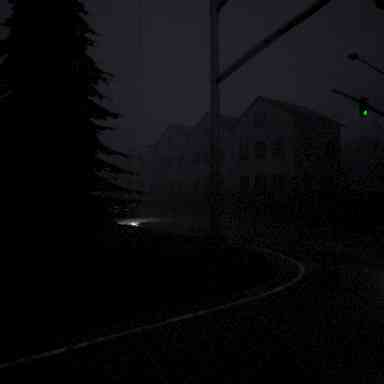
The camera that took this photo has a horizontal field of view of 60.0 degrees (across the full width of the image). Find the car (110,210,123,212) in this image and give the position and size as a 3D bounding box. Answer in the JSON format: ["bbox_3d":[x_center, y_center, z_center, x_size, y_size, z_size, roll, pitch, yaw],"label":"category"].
[{"bbox_3d":[-6.972,1.152,29.693,2.150,2.045,5.566,0,0,-35],"label":"car"}]
